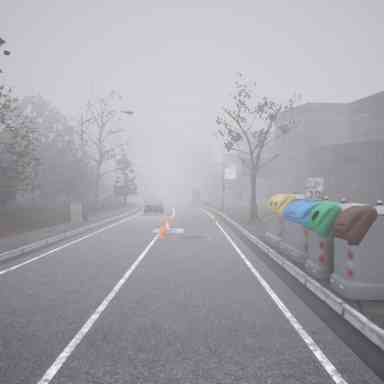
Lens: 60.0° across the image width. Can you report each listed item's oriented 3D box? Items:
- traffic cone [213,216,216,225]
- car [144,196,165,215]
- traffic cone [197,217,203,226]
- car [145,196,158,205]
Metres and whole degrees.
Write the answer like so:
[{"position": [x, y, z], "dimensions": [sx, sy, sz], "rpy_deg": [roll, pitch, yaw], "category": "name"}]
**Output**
[{"position": [1.495, 1.913, 22.085], "dimensions": [0.340, 0.580, 0.340], "rpy_deg": [0, 0, 6], "category": "traffic cone"}, {"position": [-3.773, 1.420, 33.674], "dimensions": [1.882, 1.535, 5.008], "rpy_deg": [0, 0, -3], "category": "car"}, {"position": [0.528, 1.913, 21.955], "dimensions": [0.340, 0.580, 0.340], "rpy_deg": [0, 0, 0], "category": "traffic cone"}, {"position": [-7.514, 1.463, 61.498], "dimensions": [1.837, 1.490, 4.892], "rpy_deg": [-1, 0, -14], "category": "car"}]
